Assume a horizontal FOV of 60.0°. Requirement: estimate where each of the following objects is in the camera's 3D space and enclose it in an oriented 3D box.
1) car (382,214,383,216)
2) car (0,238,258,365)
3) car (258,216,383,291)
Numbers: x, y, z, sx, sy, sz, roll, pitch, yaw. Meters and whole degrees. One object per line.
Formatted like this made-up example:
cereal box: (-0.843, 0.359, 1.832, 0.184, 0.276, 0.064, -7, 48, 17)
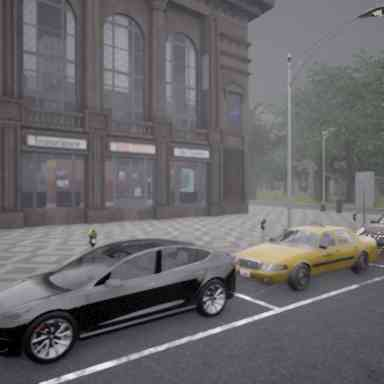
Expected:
car: (7.727, 1.406, 12.174, 4.097, 1.590, 1.967, 0, 0, -36)
car: (-1.121, 1.560, 5.852, 4.313, 1.339, 1.947, 0, 0, -36)
car: (3.165, 1.505, 8.914, 4.829, 1.417, 1.752, 0, 0, -36)
